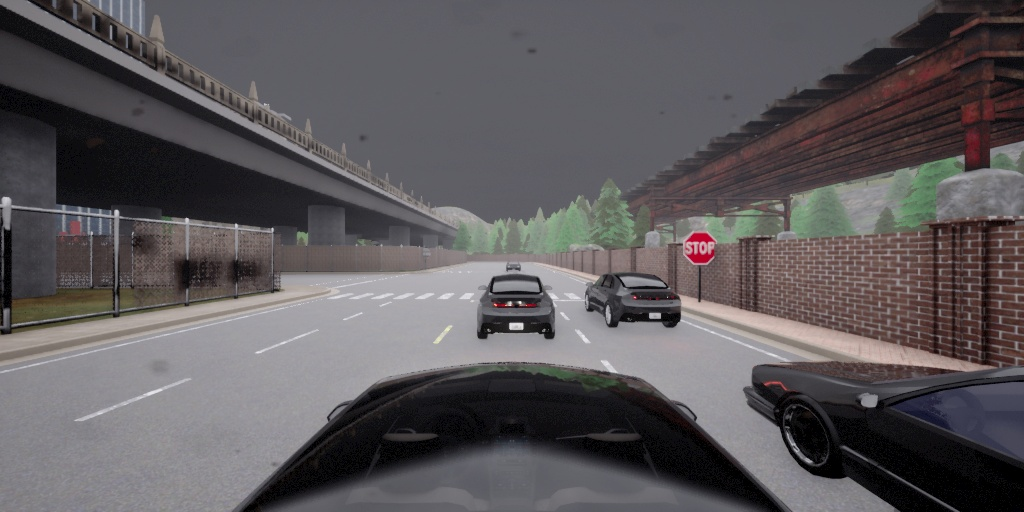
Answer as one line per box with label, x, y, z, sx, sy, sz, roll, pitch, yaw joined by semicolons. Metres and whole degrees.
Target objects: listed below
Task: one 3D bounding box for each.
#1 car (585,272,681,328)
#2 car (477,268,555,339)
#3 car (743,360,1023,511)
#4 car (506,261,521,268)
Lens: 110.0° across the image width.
car;3.598;1.255;11.421;1.837;1.490;4.892;0;0;0
car;0.096;1.255;10.061;1.837;1.490;4.892;0;0;0
car;3.600;1.297;1.675;2.033;1.411;5.357;0;0;0
car;0.173;1.351;46.340;1.895;1.301;4.718;0;0;-1
